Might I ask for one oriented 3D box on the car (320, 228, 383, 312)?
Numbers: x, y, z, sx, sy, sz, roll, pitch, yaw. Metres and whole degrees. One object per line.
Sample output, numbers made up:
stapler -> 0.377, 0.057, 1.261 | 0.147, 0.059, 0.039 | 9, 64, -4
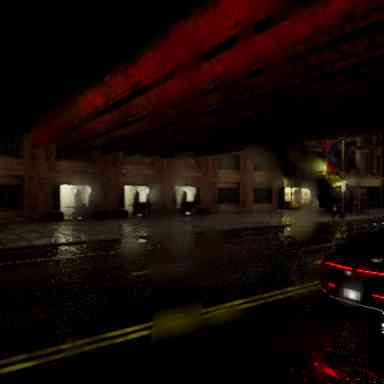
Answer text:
car -> 4.770, 1.529, 7.151 | 4.892, 1.490, 1.837 | 0, 0, -35
